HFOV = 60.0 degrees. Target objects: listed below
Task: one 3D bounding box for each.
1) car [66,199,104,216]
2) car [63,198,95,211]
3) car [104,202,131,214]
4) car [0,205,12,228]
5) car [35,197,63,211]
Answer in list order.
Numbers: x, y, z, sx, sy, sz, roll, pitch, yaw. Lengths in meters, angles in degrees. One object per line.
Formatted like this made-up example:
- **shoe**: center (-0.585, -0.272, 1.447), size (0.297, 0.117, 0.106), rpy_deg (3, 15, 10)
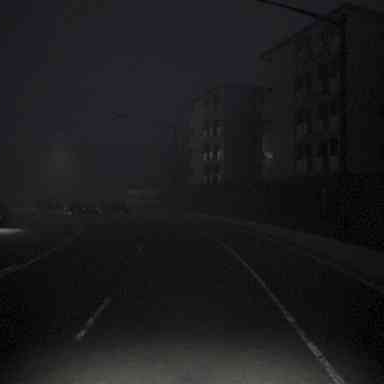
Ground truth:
- **car**: center (-11.098, 1.649, 34.201), size (2.033, 1.411, 5.357), rpy_deg (0, 0, -32)
- **car**: center (-15.296, 1.626, 45.028), size (4.902, 1.511, 2.128), rpy_deg (0, 0, 44)
- **car**: center (-8.437, 1.708, 36.528), size (1.895, 1.301, 4.718), rpy_deg (0, 0, -32)
- **car**: center (-13.541, 1.594, 22.760), size (1.812, 1.442, 4.674), rpy_deg (0, 0, -21)
- **car**: center (-18.684, 1.480, 43.396), size (4.553, 1.767, 2.097), rpy_deg (0, 0, 43)
